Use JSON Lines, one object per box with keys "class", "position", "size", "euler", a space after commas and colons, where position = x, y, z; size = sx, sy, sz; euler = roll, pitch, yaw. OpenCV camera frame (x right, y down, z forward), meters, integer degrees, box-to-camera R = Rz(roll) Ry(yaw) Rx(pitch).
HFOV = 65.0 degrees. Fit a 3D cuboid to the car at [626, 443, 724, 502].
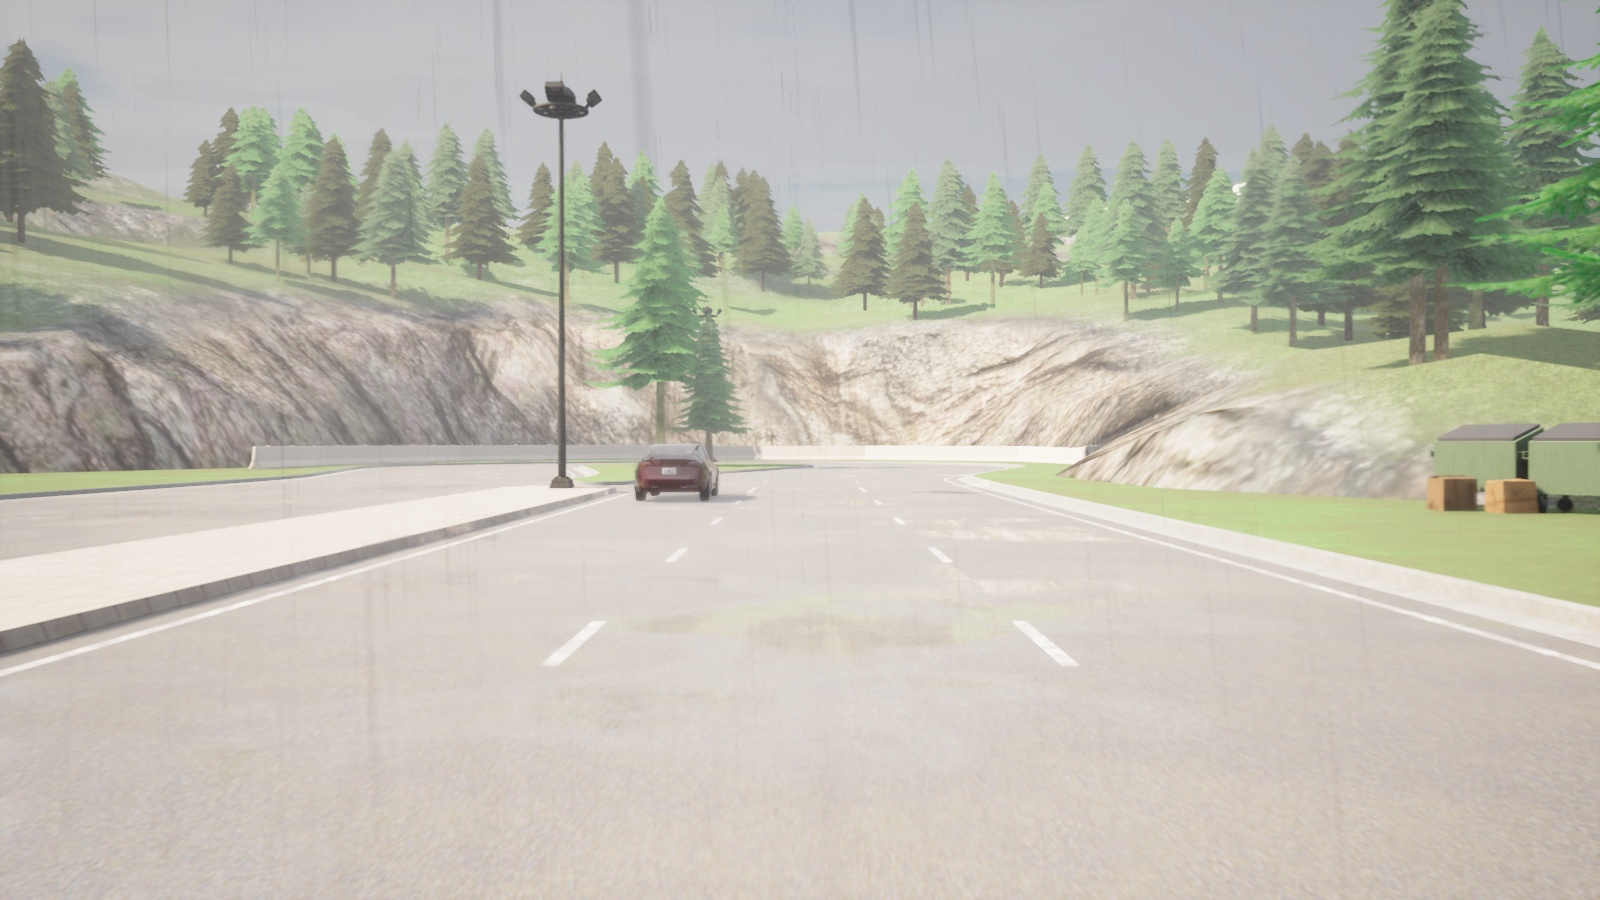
{"class": "car", "position": [-3.291, 0.552, 34.059], "size": [2.163, 1.488, 4.792], "euler": [0, 0, 0]}
